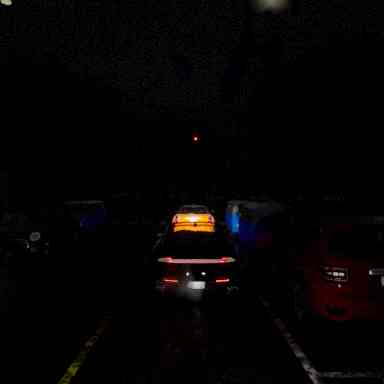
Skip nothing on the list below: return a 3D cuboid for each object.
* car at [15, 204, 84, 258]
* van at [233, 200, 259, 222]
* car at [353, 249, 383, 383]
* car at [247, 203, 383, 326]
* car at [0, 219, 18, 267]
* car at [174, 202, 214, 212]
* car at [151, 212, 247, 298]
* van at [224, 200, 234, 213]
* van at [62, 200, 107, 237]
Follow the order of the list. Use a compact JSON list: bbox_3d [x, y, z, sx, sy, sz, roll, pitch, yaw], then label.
[{"bbox_3d":[-5.787,1.441,12.408,1.967,1.590,4.097,0,0,0],"label":"car"},{"bbox_3d":[2.738,1.342,12.425,1.690,1.788,3.998,0,0,0],"label":"van"},{"bbox_3d":[2.760,1.440,1.550,1.967,1.590,4.097,0,0,0],"label":"car"},{"bbox_3d":[2.749,1.315,6.988,2.192,1.841,5.009,0,0,0],"label":"car"},{"bbox_3d":[-5.776,1.525,6.801,1.752,1.417,4.829,0,0,0],"label":"car"},{"bbox_3d":[0.104,1.353,17.558,2.097,1.767,4.553,0,0,1],"label":"car"},{"bbox_3d":[0.086,1.492,8.508,2.128,1.511,4.902,0,0,0],"label":"car"},{"bbox_3d":[2.727,1.342,17.863,1.690,1.788,3.998,0,0,0],"label":"van"},{"bbox_3d":[-5.798,1.342,17.846,1.690,1.788,3.998,0,0,0],"label":"van"}]
